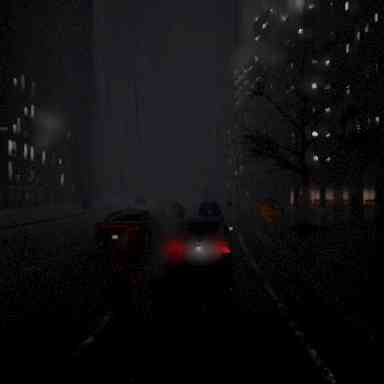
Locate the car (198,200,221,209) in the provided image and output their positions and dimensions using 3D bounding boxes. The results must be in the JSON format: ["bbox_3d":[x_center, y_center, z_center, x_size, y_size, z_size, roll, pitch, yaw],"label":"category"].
[{"bbox_3d":[1.548,1.454,29.220,1.882,1.535,5.008,0,0,2],"label":"car"}]

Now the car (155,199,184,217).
[{"bbox_3d":[-1.730,1.543,28.547,1.994,1.385,4.181,0,0,3],"label":"car"}]

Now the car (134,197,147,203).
[{"bbox_3d":[-9.027,1.506,58.506,1.994,1.385,4.181,0,0,-4],"label":"car"}]

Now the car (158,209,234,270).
[{"bbox_3d":[0.387,1.535,11.020,2.033,1.411,5.357,0,0,4],"label":"car"}]

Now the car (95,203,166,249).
[{"bbox_3d":[-2.594,1.465,14.528,1.882,1.535,5.008,0,0,5],"label":"car"}]

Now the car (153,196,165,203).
[{"bbox_3d":[-5.708,1.441,57.699,2.128,1.511,4.902,0,0,-4],"label":"car"}]

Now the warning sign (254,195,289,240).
[{"bbox_3d":[3.407,1.095,14.434,1.300,1.860,1.060,-1,-1,4],"label":"warning sign"}]
